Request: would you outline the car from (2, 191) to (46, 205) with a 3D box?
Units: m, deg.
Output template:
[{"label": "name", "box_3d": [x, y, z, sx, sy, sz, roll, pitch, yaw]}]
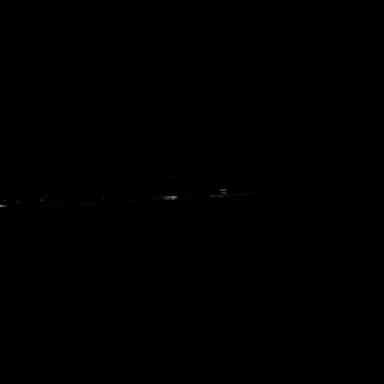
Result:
[{"label": "car", "box_3d": [-17.798, 0.616, 35.334, 1.994, 1.385, 4.181, 2, 3, 35]}]

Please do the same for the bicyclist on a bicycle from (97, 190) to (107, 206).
[{"label": "bicyclist on a bicycle", "box_3d": [-9.290, 0.646, 34.207, 1.656, 1.620, 0.582, 0, 1, 35]}]

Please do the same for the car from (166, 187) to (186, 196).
[{"label": "car", "box_3d": [-2.343, -0.048, 57.058, 1.837, 1.490, 4.892, 2, 2, 36]}]

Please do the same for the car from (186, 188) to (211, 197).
[{"label": "car", "box_3d": [1.503, 0.095, 56.254, 1.994, 1.385, 4.181, 2, 3, 36]}]

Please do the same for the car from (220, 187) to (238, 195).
[{"label": "car", "box_3d": [7.238, -0.170, 64.416, 2.128, 1.511, 4.902, 2, 2, 35]}]
